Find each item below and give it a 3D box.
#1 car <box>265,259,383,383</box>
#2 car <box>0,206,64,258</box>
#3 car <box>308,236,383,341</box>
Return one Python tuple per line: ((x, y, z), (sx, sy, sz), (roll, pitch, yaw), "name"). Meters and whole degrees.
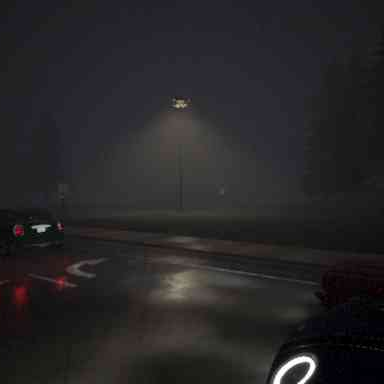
((2.736, 1.349, 2.030), (4.553, 1.767, 2.097), (0, 0, 35), "car")
((-7.164, 1.379, 13.182), (4.553, 1.767, 2.097), (0, 0, 35), "car")
((4.460, 1.599, 5.099), (4.718, 1.301, 1.895), (0, 0, 35), "car")
